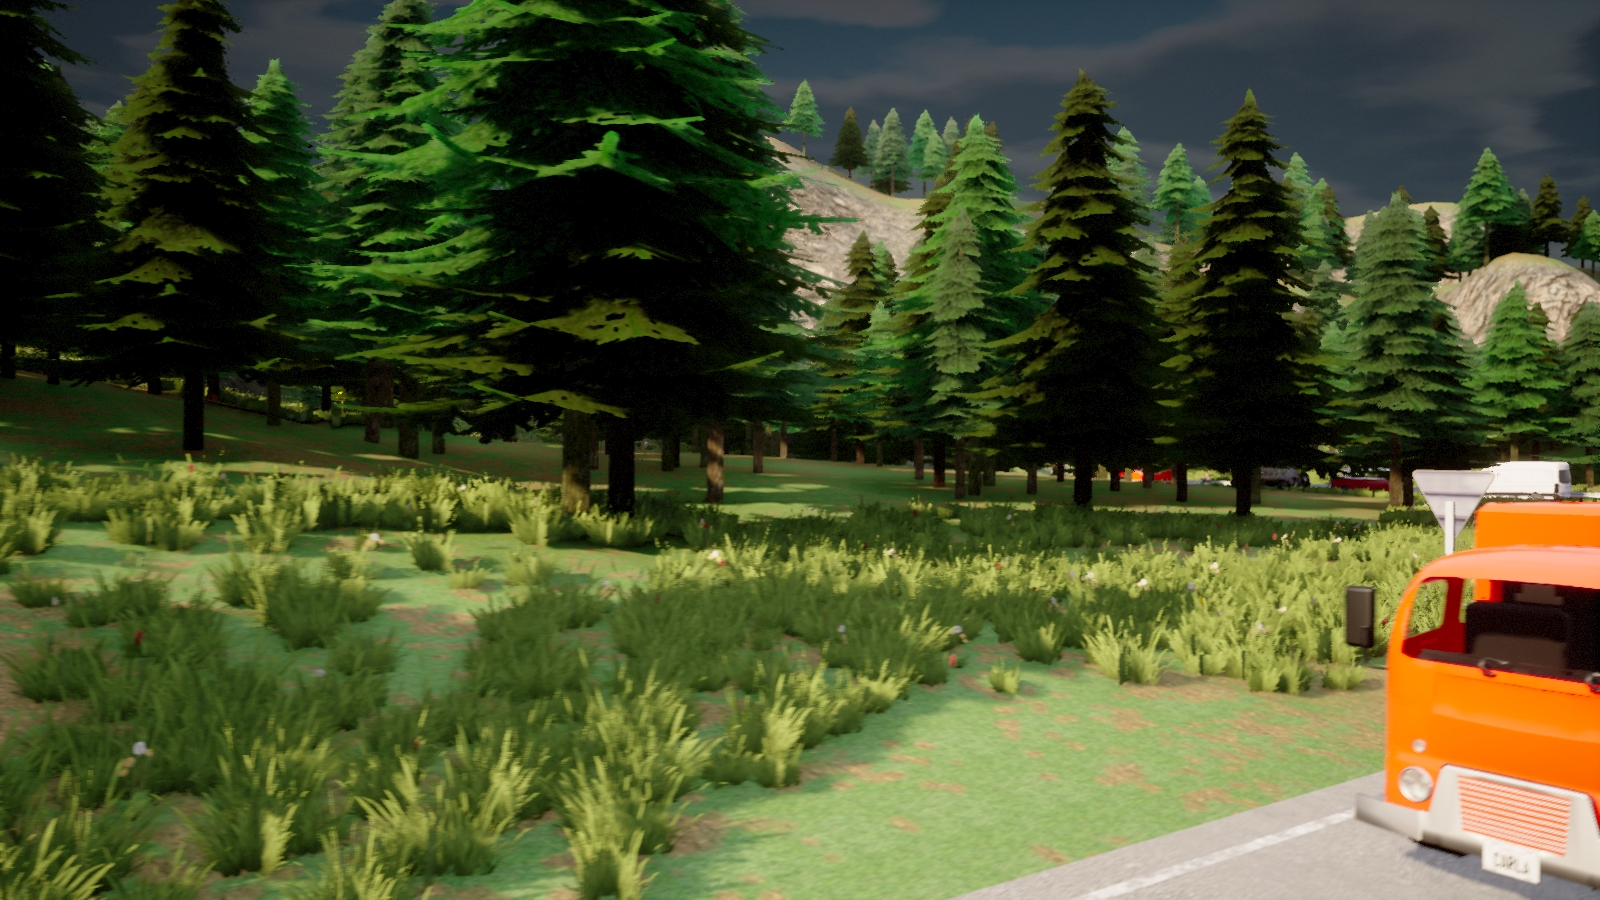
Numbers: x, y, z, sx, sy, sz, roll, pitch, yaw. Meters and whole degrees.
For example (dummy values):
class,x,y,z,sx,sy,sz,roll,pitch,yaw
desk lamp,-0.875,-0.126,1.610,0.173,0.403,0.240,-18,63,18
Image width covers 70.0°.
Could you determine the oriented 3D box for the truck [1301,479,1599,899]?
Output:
class,x,y,z,sx,sy,sz,roll,pitch,yaw
truck,6.295,1.469,8.178,5.204,2.467,2.627,1,-1,-35
